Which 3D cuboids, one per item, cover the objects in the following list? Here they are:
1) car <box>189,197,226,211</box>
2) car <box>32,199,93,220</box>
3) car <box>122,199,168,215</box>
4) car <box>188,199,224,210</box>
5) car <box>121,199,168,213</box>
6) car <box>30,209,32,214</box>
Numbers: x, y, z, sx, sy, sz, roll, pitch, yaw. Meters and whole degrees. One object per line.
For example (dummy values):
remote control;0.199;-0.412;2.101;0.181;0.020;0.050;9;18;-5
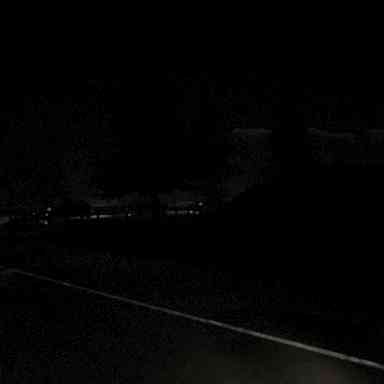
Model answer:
car;2.074;1.410;41.291;4.553;1.767;2.097;0;0;-35
car;-11.058;1.415;29.139;2.097;1.767;4.553;0;0;41
car;-4.851;1.553;35.553;4.902;1.511;2.128;0;0;-42
car;1.964;1.663;45.538;4.718;1.301;1.895;0;0;-35
car;-5.602;1.614;39.650;5.357;1.411;2.033;0;0;-42
car;-12.794;1.616;32.597;2.033;1.411;5.357;0;0;43
